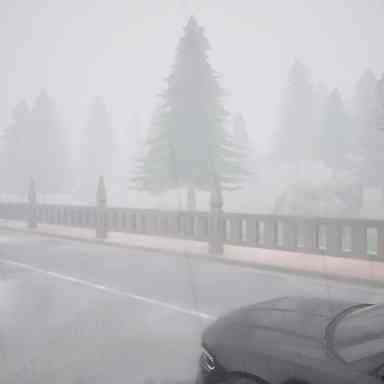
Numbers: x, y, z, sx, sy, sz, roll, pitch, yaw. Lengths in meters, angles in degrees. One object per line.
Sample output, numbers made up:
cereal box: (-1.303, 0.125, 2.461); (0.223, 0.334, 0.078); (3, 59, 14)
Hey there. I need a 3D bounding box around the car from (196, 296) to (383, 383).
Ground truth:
car: (2.327, 1.480, 2.367); (5.008, 1.535, 1.882); (0, 0, 37)
